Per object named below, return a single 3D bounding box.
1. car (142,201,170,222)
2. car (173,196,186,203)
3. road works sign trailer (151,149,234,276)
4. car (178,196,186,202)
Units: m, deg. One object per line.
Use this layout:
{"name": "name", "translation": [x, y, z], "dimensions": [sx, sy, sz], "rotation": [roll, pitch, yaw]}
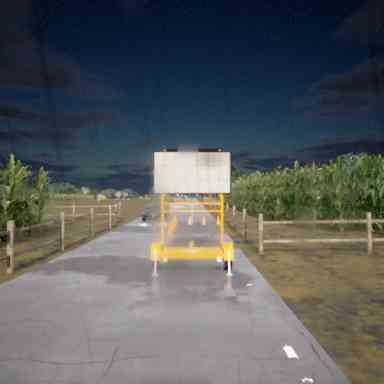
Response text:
{"name": "car", "translation": [-2.833, 1.523, 26.560], "dimensions": [1.837, 1.490, 4.892], "rotation": [0, 0, 0]}
{"name": "car", "translation": [-2.726, 1.537, 67.605], "dimensions": [2.097, 1.767, 4.553], "rotation": [0, 0, 0]}
{"name": "road works sign trailer", "translation": [0.007, 0.465, 10.347], "dimensions": [2.380, 3.560, 2.880], "rotation": [0, 0, 0]}
{"name": "car", "translation": [-2.699, 1.836, 89.884], "dimensions": [1.837, 1.490, 4.892], "rotation": [0, -1, 0]}
